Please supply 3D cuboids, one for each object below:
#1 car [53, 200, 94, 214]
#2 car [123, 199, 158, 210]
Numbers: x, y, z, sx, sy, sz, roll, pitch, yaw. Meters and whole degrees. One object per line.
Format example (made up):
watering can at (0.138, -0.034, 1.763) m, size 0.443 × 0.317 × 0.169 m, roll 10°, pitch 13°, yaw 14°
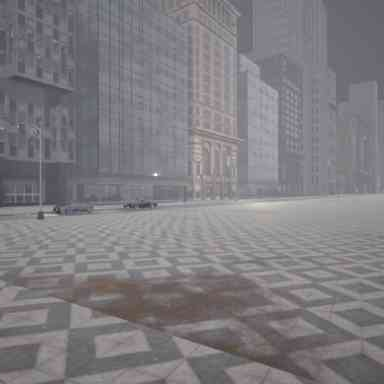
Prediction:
car at (-12.460, 1.575, 35.163) m, size 1.994 × 1.385 × 4.181 m, roll 0°, pitch 0°, yaw 37°
car at (-6.688, 1.598, 43.272) m, size 1.895 × 1.301 × 4.718 m, roll 0°, pitch 0°, yaw 36°
